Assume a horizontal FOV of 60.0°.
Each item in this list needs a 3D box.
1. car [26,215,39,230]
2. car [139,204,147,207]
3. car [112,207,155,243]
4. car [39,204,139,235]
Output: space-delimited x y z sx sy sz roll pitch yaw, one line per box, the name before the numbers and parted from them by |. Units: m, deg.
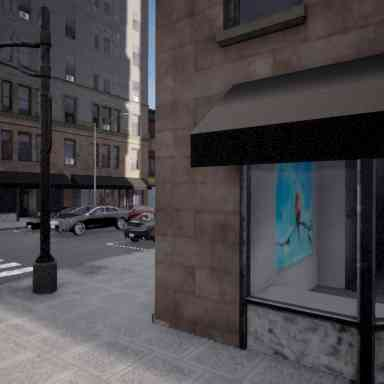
car | -7.809 1.563 20.337 1.947 1.339 4.313 0 0 35
car | -4.520 1.583 24.970 1.802 1.307 4.206 0 0 35
car | -1.266 1.573 15.691 2.008 1.369 4.403 0 0 35
car | -5.680 1.497 18.953 2.128 1.511 4.902 0 0 35
